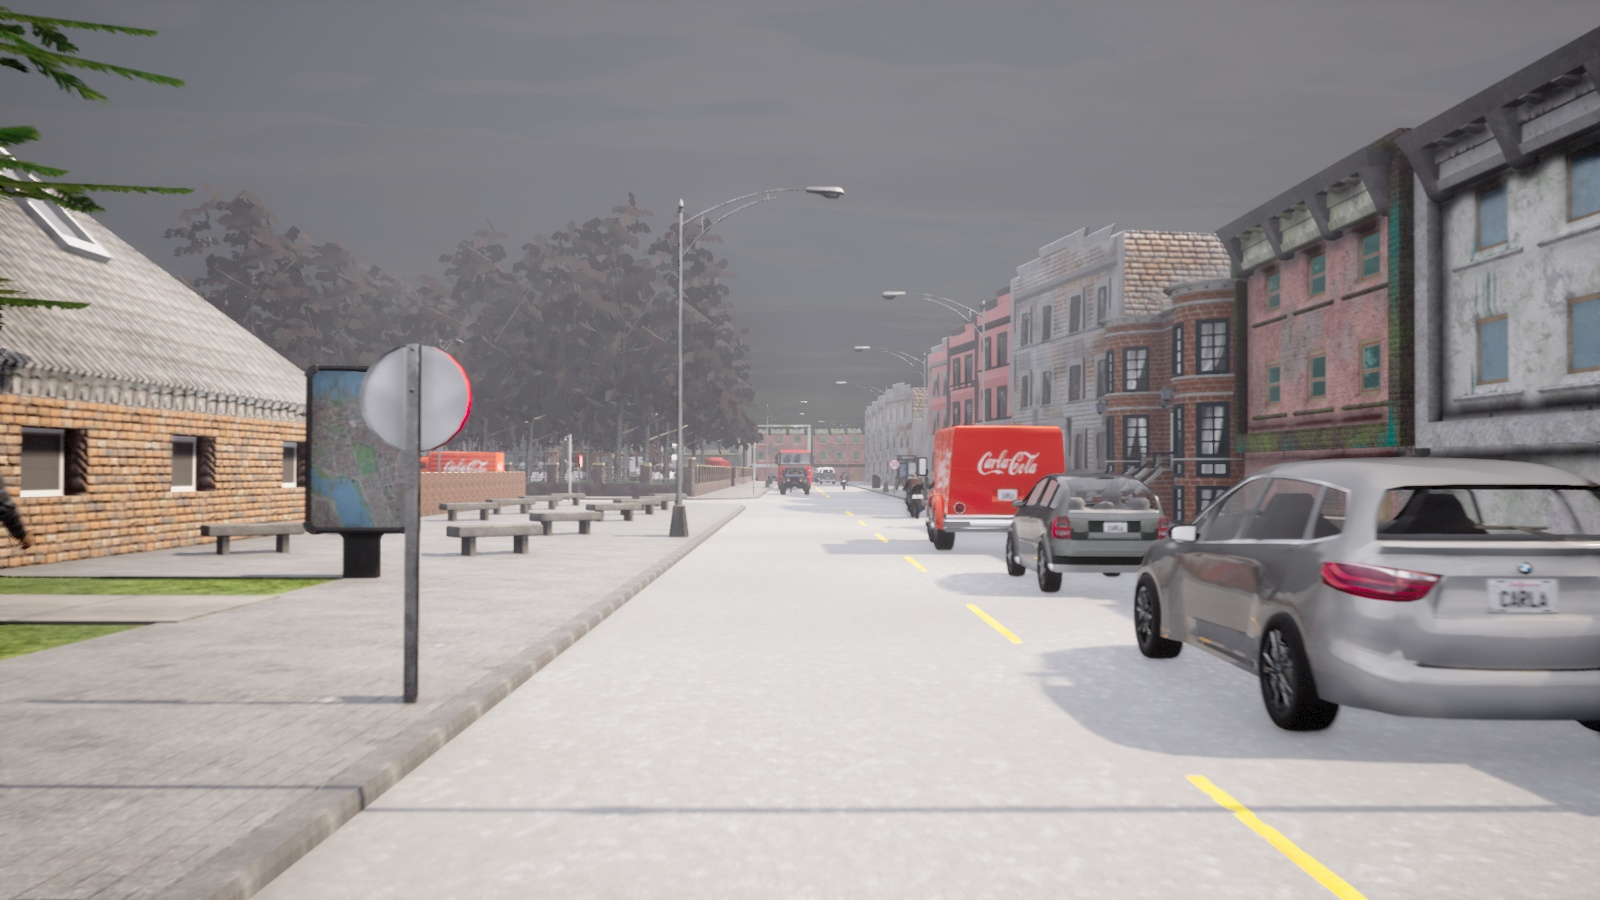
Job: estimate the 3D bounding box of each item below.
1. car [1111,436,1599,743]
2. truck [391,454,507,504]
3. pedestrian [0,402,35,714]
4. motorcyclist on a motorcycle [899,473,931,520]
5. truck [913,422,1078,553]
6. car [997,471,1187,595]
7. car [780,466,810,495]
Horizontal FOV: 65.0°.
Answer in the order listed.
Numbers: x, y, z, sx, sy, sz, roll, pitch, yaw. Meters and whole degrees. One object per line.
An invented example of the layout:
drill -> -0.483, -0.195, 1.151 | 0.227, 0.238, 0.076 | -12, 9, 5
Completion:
car -> 3.977, 0.796, 9.156 | 2.242, 1.667, 4.611 | 0, -1, 0
truck -> -17.882, 1.475, 64.239 | 5.204, 2.467, 2.627 | 0, -1, -1
pedestrian -> -5.214, 0.677, 7.858 | 0.423, 1.949, 0.788 | 0, -1, -6
motorcyclist on a motorcycle -> 3.877, 1.545, 42.491 | 0.866, 1.530, 2.191 | 0, -1, 0
truck -> 3.934, 0.753, 26.356 | 2.627, 2.467, 5.204 | 0, -1, 0
car -> 3.956, 1.072, 17.602 | 1.789, 1.549, 3.705 | 0, -1, 0
car -> -0.313, 2.012, 83.633 | 1.905, 1.878, 3.866 | 0, -1, 0
